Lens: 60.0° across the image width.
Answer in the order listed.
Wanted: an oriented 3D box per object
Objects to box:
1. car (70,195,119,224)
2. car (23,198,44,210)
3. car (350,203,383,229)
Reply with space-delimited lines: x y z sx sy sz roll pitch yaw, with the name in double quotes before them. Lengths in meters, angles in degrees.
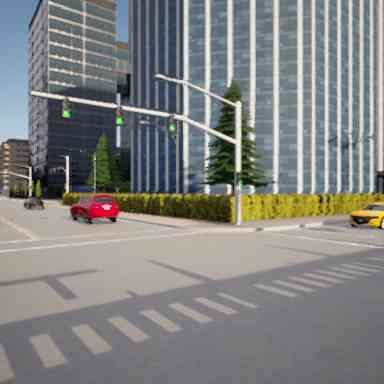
"car" -7.399 1.238 25.065 2.150 2.045 5.566 0 0 -36
"car" -20.941 1.545 43.984 1.837 1.490 4.892 0 0 -36
"car" 12.006 1.419 21.141 5.008 1.535 1.882 0 0 -36
